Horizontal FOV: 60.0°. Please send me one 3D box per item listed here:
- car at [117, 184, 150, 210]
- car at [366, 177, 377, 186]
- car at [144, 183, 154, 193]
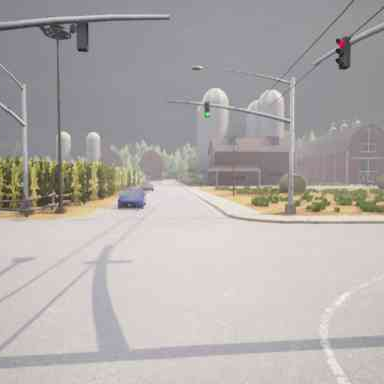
[{"bbox_3d":[-4.511,0.468,25.510,1.882,1.535,5.008,0,4,-4],"label":"car"},{"bbox_3d":[42.185,-2.384,77.737,1.905,1.878,3.866,10,10,41],"label":"car"},{"bbox_3d":[-6.696,-0.683,49.916,1.994,1.385,4.181,0,3,-5],"label":"car"}]
